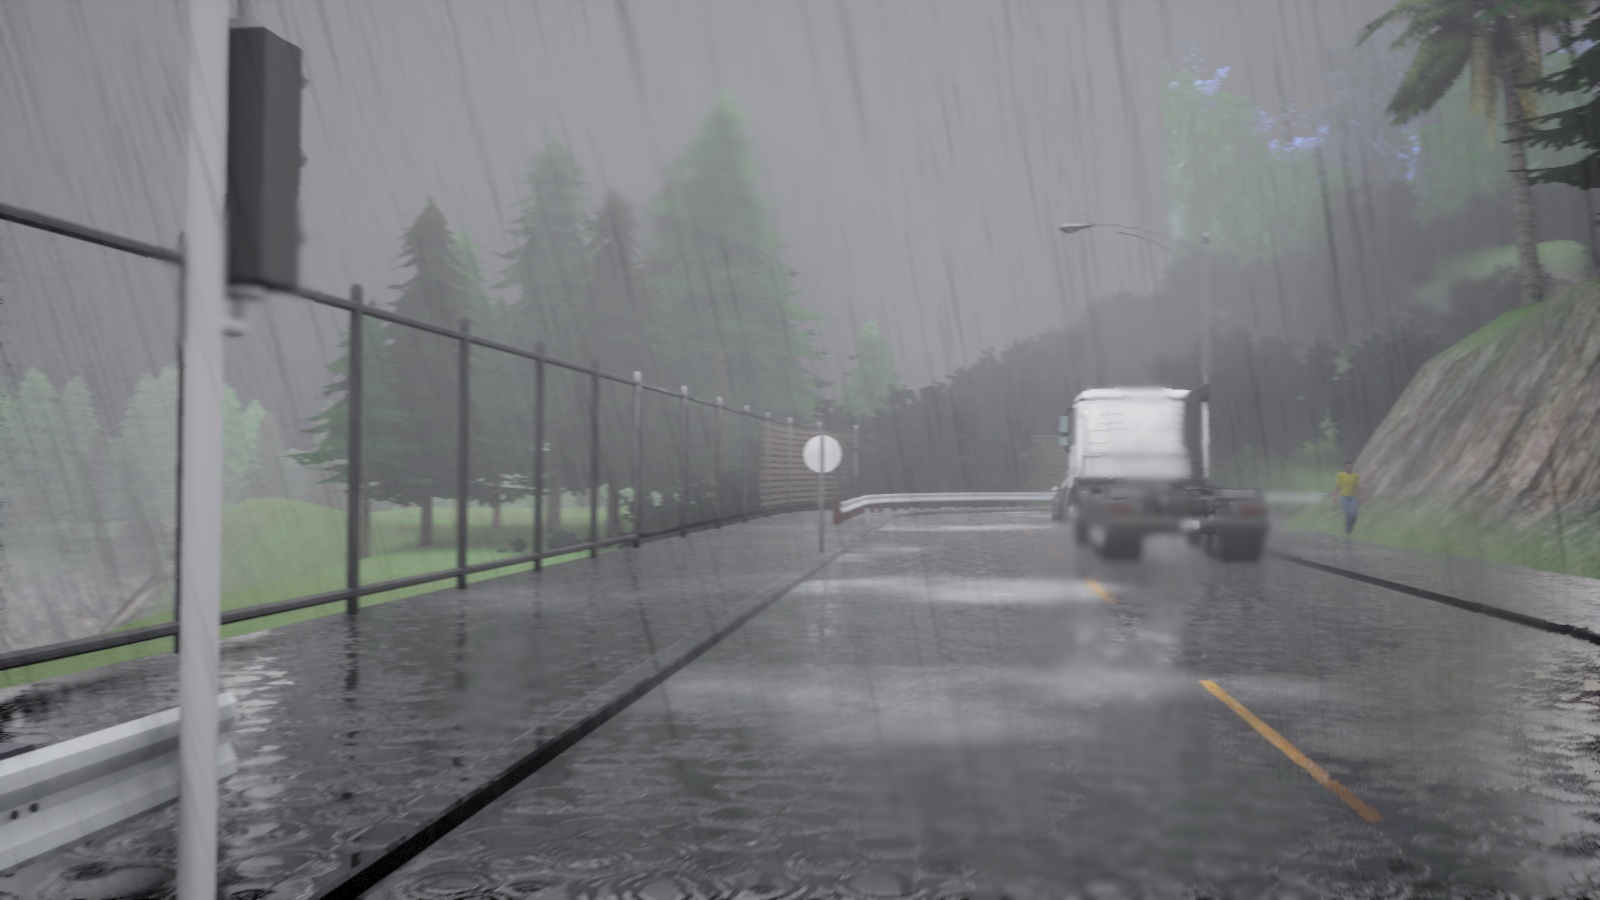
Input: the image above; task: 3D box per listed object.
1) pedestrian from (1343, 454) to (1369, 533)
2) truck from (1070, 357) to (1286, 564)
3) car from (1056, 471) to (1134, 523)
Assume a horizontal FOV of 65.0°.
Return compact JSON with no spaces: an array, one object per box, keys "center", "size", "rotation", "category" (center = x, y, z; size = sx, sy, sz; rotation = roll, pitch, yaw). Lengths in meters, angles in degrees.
[{"center":[13.070,1.011,29.508],"size":[0.354,1.836,0.706],"rotation":[0,-1,7],"category":"pedestrian"},{"center":[7.211,0.250,25.112],"size":[2.891,3.462,7.936],"rotation":[0,-1,8],"category":"truck"},{"center":[9.110,1.413,39.060],"size":[2.007,1.525,4.514],"rotation":[0,-1,9],"category":"car"}]
